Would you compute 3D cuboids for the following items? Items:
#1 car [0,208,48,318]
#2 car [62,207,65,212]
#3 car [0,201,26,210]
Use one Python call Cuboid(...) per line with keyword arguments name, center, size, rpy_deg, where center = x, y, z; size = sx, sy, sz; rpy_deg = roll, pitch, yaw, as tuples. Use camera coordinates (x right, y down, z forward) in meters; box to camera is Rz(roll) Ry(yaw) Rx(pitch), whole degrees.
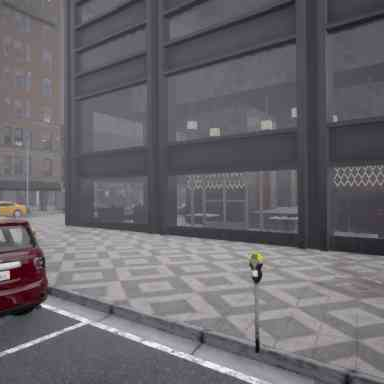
Cuboid(name="car", center=(-4.743, 1.317, 6.248), size=(5.009, 1.841, 2.192), rpy_deg=(0, -1, 36))
Cuboid(name="car", center=(-12.461, 1.794, 39.157), size=(2.033, 1.411, 5.357), rpy_deg=(-1, -1, 35))
Cuboid(name="car", center=(-18.234, 1.641, 31.175), size=(1.882, 1.535, 5.008), rpy_deg=(-1, -1, 36))
